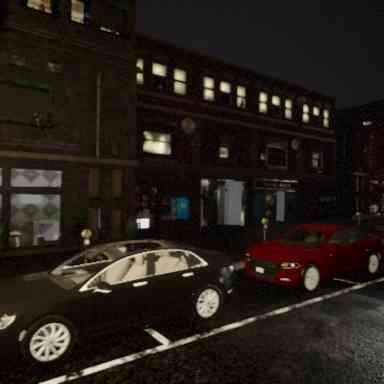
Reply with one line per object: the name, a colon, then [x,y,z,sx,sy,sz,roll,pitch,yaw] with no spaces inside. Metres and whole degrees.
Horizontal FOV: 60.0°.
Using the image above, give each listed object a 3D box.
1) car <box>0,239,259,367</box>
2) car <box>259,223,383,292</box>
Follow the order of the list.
car: [-1.197,1.554,5.692,4.403,1.369,2.008,0,1,-35]
car: [3.397,1.554,8.969,4.507,1.381,1.887,0,1,-35]
